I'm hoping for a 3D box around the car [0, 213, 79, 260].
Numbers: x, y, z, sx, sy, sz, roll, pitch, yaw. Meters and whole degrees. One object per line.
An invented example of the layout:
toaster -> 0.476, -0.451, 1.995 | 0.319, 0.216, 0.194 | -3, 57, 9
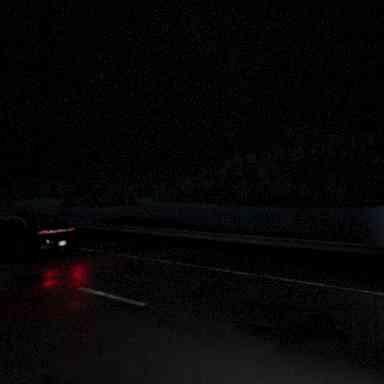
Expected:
car -> -6.448, 1.571, 12.889 | 4.902, 1.511, 2.128 | 0, 0, 35
